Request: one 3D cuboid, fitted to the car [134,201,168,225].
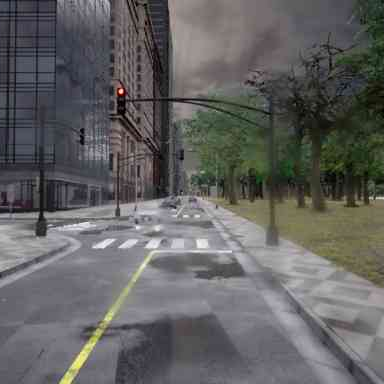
[{"bbox_3d":[-3.072,1.597,24.794,1.812,1.442,4.674,0,-1,0],"label":"car"}]

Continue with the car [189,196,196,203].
[{"bbox_3d":[0.134,1.773,79.451,2.128,1.511,4.902,0,0,0],"label":"car"}]

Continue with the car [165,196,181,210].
[{"bbox_3d":[-3.021,1.652,46.091,2.033,1.411,5.357,0,0,0],"label":"car"}]
